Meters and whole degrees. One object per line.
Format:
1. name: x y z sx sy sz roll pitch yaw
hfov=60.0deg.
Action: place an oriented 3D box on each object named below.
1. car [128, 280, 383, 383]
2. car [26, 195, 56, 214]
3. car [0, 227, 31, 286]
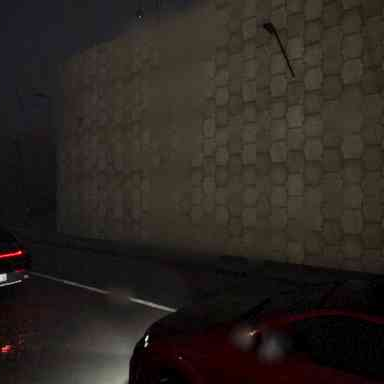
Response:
1. car: 1.394 1.564 2.997 4.181 1.385 1.994 0 0 36
2. car: -12.921 1.061 31.037 2.128 1.511 4.902 0 5 35
3. car: -5.855 1.505 8.171 4.892 1.490 1.837 0 0 36
